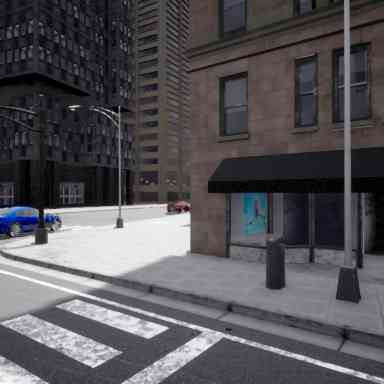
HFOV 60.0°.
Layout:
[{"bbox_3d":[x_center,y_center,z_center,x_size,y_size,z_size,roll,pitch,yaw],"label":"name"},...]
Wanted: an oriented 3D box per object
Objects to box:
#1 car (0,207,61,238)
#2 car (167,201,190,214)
[{"bbox_3d":[-9.338,1.566,18.326,1.882,1.535,5.008,0,-1,16],"label":"car"},{"bbox_3d":[-1.438,1.849,41.395,1.882,1.535,5.008,0,-1,21],"label":"car"}]
